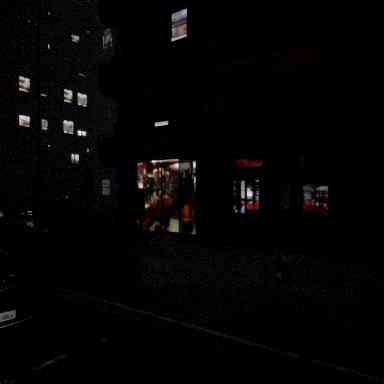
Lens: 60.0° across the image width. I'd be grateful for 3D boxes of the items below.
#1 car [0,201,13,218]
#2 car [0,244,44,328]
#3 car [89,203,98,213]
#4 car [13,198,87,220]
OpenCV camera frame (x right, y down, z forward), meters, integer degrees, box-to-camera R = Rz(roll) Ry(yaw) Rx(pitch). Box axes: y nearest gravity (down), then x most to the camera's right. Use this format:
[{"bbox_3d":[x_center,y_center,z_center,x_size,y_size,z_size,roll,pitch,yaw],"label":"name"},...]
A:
[{"bbox_3d":[-13.999,1.350,26.052,2.008,1.369,4.403,1,1,35],"label":"car"},{"bbox_3d":[-4.438,1.551,6.040,4.403,1.369,2.008,0,0,36],"label":"car"},{"bbox_3d":[-10.909,1.250,30.477,1.752,1.417,4.829,1,1,35],"label":"car"},{"bbox_3d":[-10.881,1.279,26.017,1.837,1.490,4.892,0,1,34],"label":"car"}]
